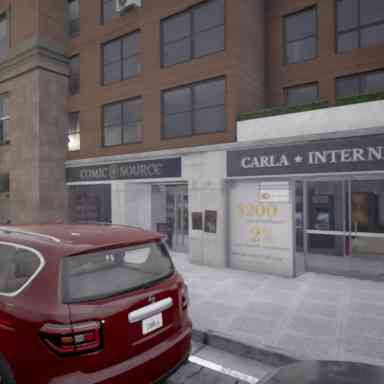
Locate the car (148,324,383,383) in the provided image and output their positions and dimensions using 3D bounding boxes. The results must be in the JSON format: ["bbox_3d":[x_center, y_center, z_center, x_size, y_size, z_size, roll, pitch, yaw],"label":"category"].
[{"bbox_3d":[2.149,1.551,1.325,4.403,1.369,2.008,0,-1,35],"label":"car"}]

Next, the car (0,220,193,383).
[{"bbox_3d":[-2.314,1.317,4.509,5.009,1.841,2.192,0,-1,35],"label":"car"}]
